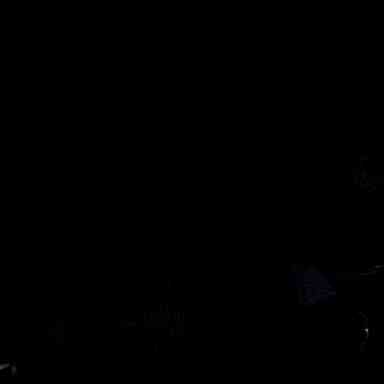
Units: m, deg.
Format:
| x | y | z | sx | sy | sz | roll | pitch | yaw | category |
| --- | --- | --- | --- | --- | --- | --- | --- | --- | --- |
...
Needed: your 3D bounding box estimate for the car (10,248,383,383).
| x | y | z | sx | sy | sz | roll | pitch | yaw | category |
| --- | --- | --- | --- | --- | --- | --- | --- | --- | --- |
| 0.672 | 1.549 | 4.468 | 5.357 | 1.411 | 2.033 | 0 | 0 | -35 | car |
